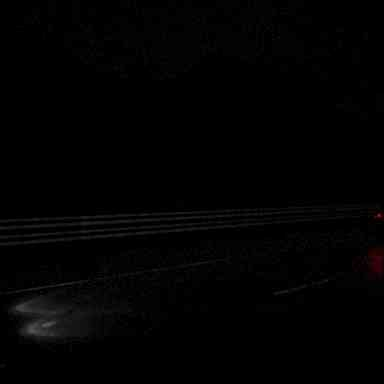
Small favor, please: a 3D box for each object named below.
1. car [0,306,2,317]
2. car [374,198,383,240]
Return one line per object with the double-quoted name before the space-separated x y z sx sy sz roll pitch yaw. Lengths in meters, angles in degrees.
"car" -5.493 1.548 4.132 5.357 1.411 2.033 0 0 -35
"car" 10.837 1.237 15.773 5.566 2.045 2.150 0 0 -36
